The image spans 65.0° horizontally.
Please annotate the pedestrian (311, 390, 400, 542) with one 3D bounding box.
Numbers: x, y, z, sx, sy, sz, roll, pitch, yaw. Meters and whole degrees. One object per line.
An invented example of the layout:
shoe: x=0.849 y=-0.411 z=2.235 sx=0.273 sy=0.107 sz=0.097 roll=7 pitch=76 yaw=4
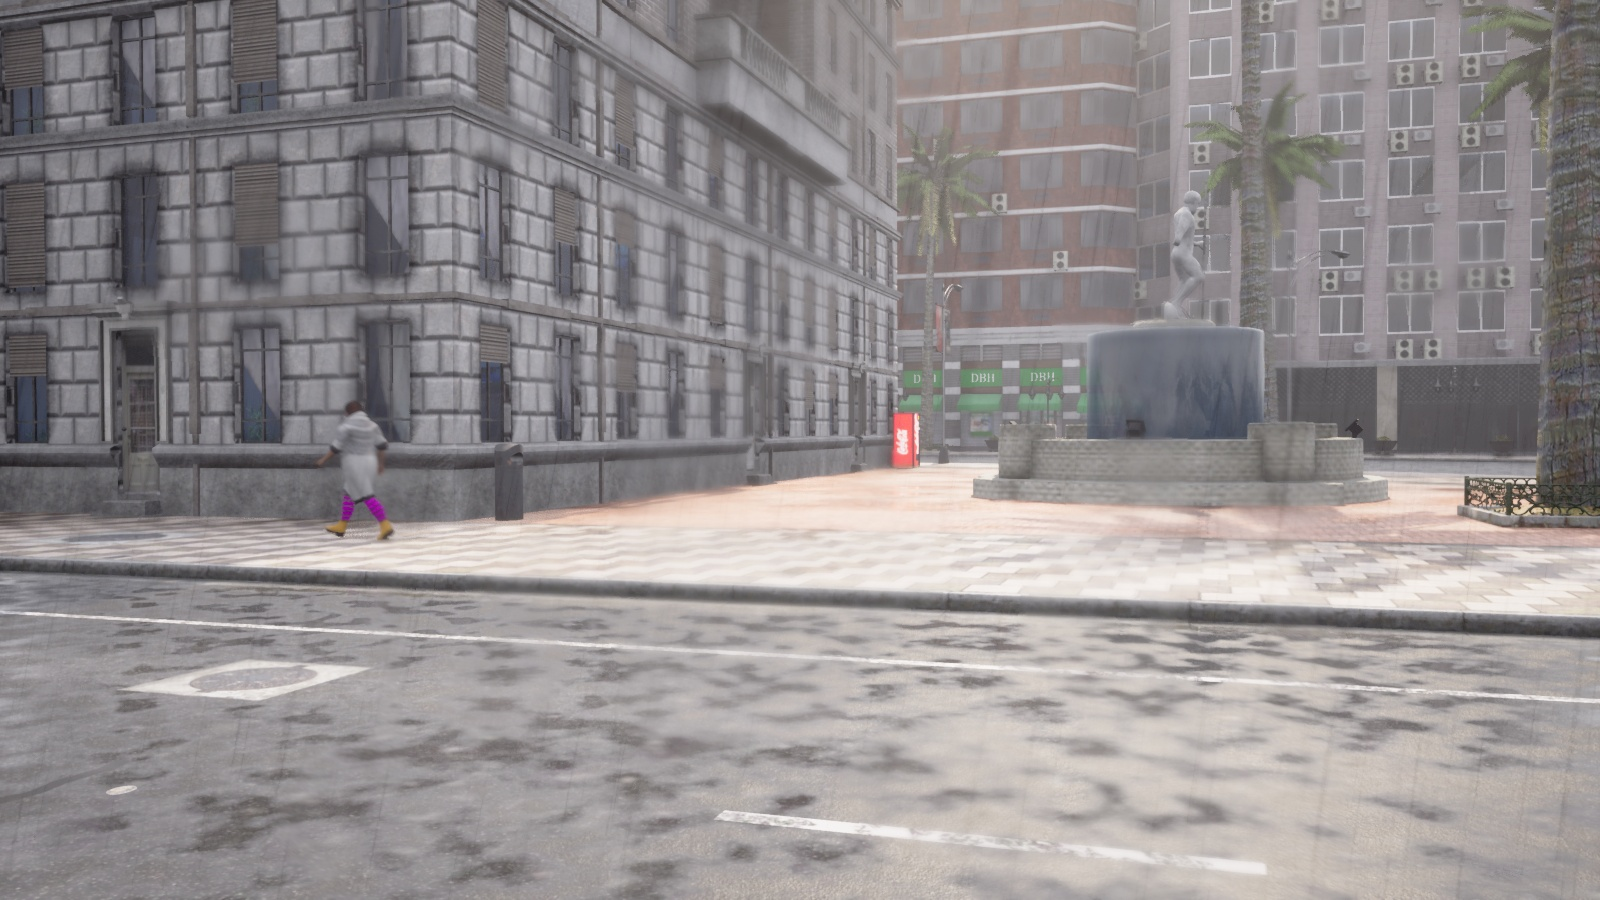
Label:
pedestrian: x=-5.836 y=0.197 z=16.515 sx=0.873 sy=1.952 sz=0.659 roll=0 pitch=1 yaw=16
